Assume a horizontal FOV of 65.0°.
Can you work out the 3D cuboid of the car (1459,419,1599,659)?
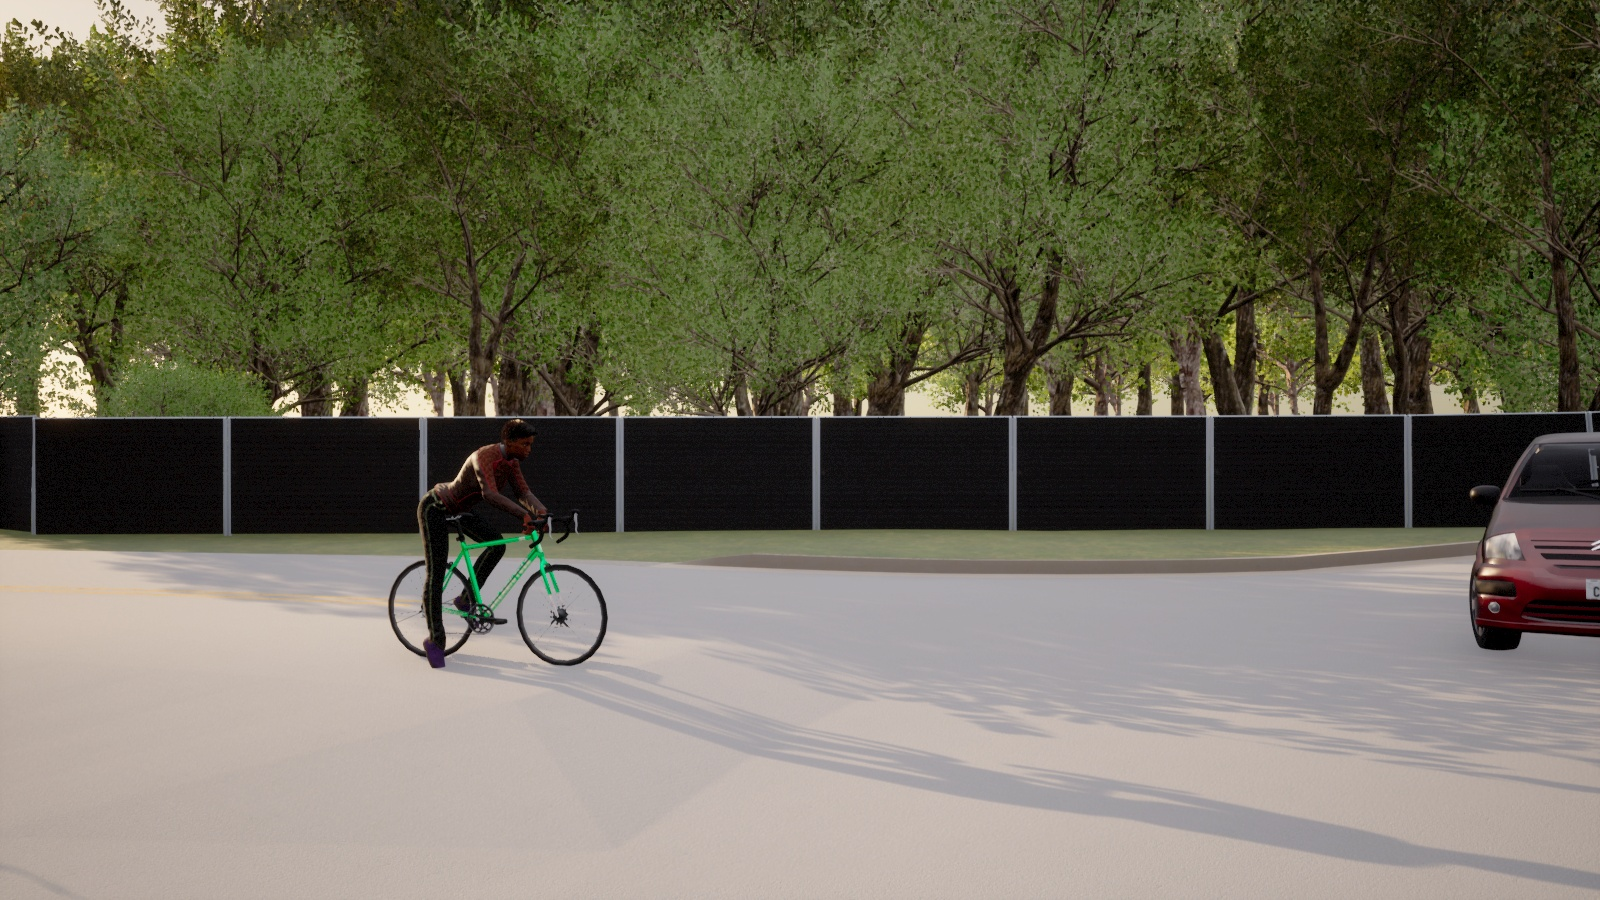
[{"bbox_3d":[6.577,0.566,10.202,1.851,1.617,3.988,-2,1,32],"label":"car"}]

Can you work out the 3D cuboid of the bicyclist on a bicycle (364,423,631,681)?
[{"bbox_3d":[-2.016,0.637,8.386,1.656,1.620,0.582,0,0,16],"label":"bicyclist on a bicycle"}]
